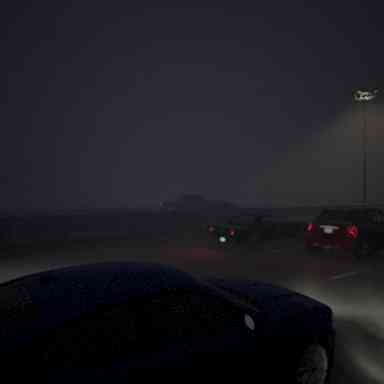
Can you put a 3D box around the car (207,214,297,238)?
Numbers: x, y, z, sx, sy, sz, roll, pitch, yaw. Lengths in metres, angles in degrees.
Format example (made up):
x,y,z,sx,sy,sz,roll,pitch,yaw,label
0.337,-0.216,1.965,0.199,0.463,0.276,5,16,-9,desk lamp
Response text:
x,y,z,sx,sy,sz,roll,pitch,yaw,label
3.026,1.588,14.497,4.718,1.301,1.895,0,0,-35,car

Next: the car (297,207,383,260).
x,y,z,sx,sy,sz,roll,pitch,yaw,label
6.394,1.338,12.597,4.553,1.767,2.097,0,0,-35,car

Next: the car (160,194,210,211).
x,y,z,sx,sy,sz,roll,pitch,yaw,label
-0.474,1.201,33.622,5.566,2.045,2.150,0,0,-35,car

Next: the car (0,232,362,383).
x,y,z,sx,sy,sz,roll,pitch,yaw,label
-0.561,1.476,3.331,5.008,1.535,1.882,0,0,-36,car

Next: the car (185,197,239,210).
x,y,z,sx,sy,sz,roll,pitch,yaw,label
2.182,1.496,31.208,5.008,1.535,1.882,0,0,-35,car
